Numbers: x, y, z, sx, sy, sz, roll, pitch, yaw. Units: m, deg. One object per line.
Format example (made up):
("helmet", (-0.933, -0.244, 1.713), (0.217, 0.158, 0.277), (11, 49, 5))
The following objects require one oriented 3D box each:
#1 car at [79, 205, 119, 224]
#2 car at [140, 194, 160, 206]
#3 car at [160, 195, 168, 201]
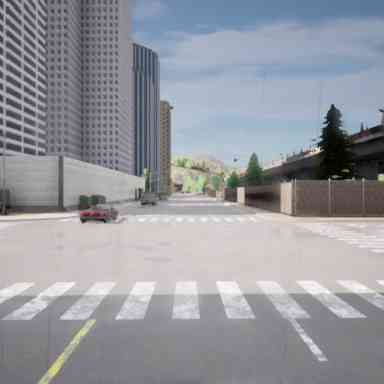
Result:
("car", (-6.977, 1.668, 25.323), (1.895, 1.301, 4.718), (0, 0, 0))
("car", (-6.949, 1.326, 54.026), (2.150, 2.045, 5.566), (0, 1, 0))
("car", (-6.924, 1.533, 80.859), (2.033, 1.411, 5.357), (0, 0, 0))
